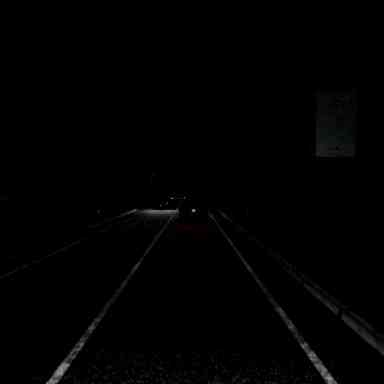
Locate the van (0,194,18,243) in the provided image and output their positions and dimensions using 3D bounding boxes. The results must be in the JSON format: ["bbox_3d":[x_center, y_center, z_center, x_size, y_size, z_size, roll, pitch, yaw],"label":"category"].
[{"bbox_3d":[-9.050,1.173,11.906,4.442,1.987,1.878,0,0,0],"label":"van"}]

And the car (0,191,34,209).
[{"bbox_3d":[-22.015,0.877,39.143,5.566,2.045,2.435,0,1,0],"label":"car"}]

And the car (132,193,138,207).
[{"bbox_3d":[-8.956,1.156,37.146,5.008,1.535,2.097,0,1,0],"label":"car"}]

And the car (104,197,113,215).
[{"bbox_3d":[-8.946,1.334,25.927,4.674,1.452,2.002,0,1,0],"label":"car"}]

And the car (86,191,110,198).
[{"bbox_3d":[-22.094,0.574,78.002,5.008,1.535,2.097,0,1,0],"label":"car"}]

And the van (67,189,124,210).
[{"bbox_3d":[-9.072,1.004,31.534,4.442,1.987,1.878,0,1,0],"label":"van"}]

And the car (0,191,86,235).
[{"bbox_3d":[-8.911,1.111,17.514,5.566,2.045,2.435,0,0,0],"label":"car"}]

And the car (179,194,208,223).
[{"bbox_3d":[0.105,1.231,23.787,2.033,1.649,4.856,0,1,0],"label":"car"}]

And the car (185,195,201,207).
[{"bbox_3d":[0.105,1.142,43.026,1.994,1.385,4.181,0,1,0],"label":"car"}]

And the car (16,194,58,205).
[{"bbox_3d":[-22.060,1.010,47.474,4.892,1.521,2.231,0,1,0],"label":"car"}]

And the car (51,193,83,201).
[{"bbox_3d":[-22.037,0.879,58.575,4.792,1.488,2.163,0,1,0],"label":"car"}]

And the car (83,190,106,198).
[{"bbox_3d":[-22.116,0.487,75.225,4.553,1.767,2.185,0,1,0],"label":"car"}]

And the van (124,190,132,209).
[{"bbox_3d":[-8.842,0.969,34.336,4.442,1.987,1.878,0,1,0],"label":"van"}]

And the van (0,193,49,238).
[{"bbox_3d":[-9.053,1.155,14.710,4.442,1.987,1.878,0,0,0],"label":"van"}]

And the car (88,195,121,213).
[{"bbox_3d":[-8.981,1.295,28.735,4.792,1.488,2.163,0,1,0],"label":"car"}]

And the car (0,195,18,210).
[{"bbox_3d":[-22.034,1.169,36.373,4.892,1.521,2.231,0,1,0],"label":"car"}]

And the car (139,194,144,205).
[{"bbox_3d":[-8.971,1.115,42.752,4.674,1.452,2.002,0,1,0],"label":"car"}]

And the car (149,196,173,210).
[{"bbox_3d":[-3.336,1.172,37.643,1.812,1.442,4.674,0,1,0],"label":"car"}]

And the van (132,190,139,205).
[{"bbox_3d":[-9.082,0.890,39.946,4.442,1.987,1.878,0,1,0],"label":"van"}]

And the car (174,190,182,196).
[{"bbox_3d":[-3.232,0.304,78.209,1.882,1.535,5.008,0,1,0],"label":"car"}]

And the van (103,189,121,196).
[{"bbox_3d":[-21.986,0.158,91.873,4.442,1.987,1.878,0,1,0],"label":"van"}]

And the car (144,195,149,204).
[{"bbox_3d":[-8.786,1.032,45.555,5.366,1.575,1.946,0,1,0],"label":"car"}]

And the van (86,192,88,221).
[{"bbox_3d":[-9.059,1.118,20.314,4.442,1.987,1.878,0,1,0],"label":"van"}]

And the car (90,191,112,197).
[{"bbox_3d":[-22.085,0.536,80.777,4.892,1.521,2.231,0,1,0],"label":"car"}]

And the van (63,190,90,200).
[{"bbox_3d":[-22.189,0.544,64.121,4.442,1.987,1.878,0,1,0],"label":"van"}]

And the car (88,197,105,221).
[{"bbox_3d":[-8.952,1.320,23.124,4.892,1.521,2.231,0,1,0],"label":"car"}]

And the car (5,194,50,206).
[{"bbox_3d":[-22.055,1.048,44.698,5.008,1.535,2.097,0,1,0],"label":"car"}]

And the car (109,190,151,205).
[{"bbox_3d":[-8.946,0.743,48.355,5.566,2.045,2.435,0,1,0],"label":"car"}]

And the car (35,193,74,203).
[{"bbox_3d":[-21.874,0.926,53.024,5.366,1.575,1.946,0,1,0],"label":"car"}]
